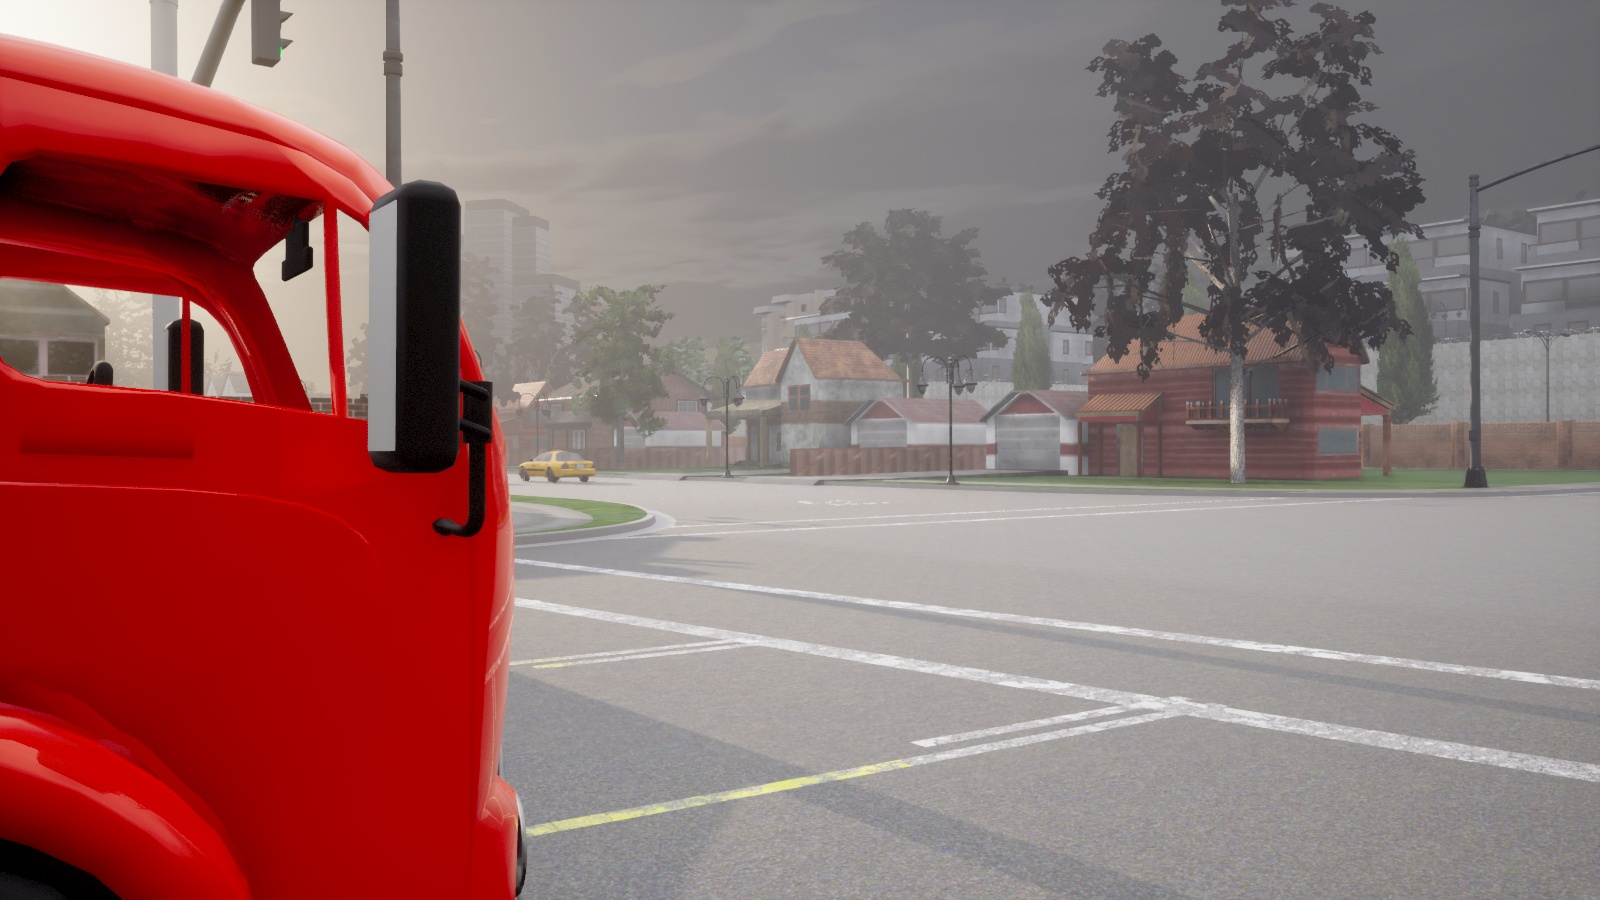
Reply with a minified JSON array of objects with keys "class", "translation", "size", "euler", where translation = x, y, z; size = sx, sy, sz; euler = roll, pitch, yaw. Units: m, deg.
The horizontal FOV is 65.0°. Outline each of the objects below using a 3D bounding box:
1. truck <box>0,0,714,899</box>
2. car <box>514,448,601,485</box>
[{"class":"truck","translation":[-3.027,0.263,1.582],"size":[5.204,2.467,2.627],"euler":[0,0,-34]},{"class":"car","translation":[-11.218,0.728,57.835],"size":[1.801,1.575,5.366],"euler":[-1,0,-36]}]
